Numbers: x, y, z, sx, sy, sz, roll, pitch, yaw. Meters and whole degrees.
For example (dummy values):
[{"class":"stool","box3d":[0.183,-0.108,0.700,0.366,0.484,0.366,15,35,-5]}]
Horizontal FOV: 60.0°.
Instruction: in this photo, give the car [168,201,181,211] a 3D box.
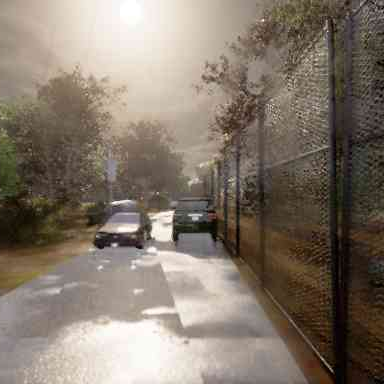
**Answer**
[{"class":"car","box3d":[-2.854,2.330,56.282,1.837,1.490,4.892,0,-2,2]}]

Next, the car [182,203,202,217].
[{"class":"car","box3d":[-0.005,1.904,35.536,1.994,1.385,4.181,0,-1,0]}]

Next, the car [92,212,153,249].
[{"class":"car","box3d":[-2.873,1.614,15.045,2.033,1.411,5.357,0,0,0]}]

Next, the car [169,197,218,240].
[{"class":"car","box3d":[0.117,1.300,17.599,2.150,2.045,5.566,-1,0,-1]}]
